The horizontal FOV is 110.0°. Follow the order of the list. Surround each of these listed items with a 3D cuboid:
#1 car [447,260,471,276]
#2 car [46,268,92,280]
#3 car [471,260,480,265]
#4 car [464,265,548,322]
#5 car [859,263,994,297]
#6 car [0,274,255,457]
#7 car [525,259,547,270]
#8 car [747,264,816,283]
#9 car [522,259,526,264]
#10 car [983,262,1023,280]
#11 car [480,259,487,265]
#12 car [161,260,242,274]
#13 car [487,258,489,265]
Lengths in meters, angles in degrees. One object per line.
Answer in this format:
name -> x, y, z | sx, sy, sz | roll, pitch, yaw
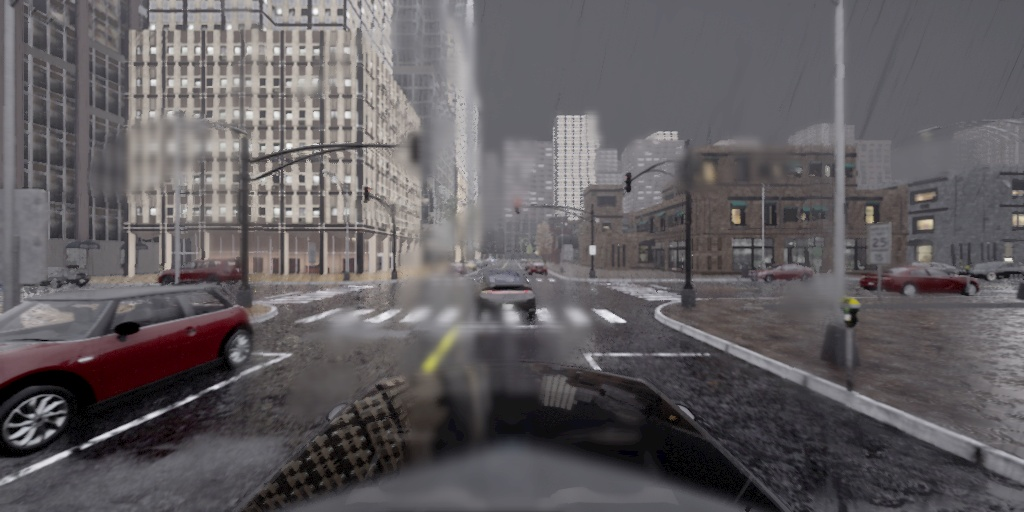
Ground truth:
car -> -5.683, 1.322, 37.314 | 1.802, 1.307, 4.207 | 0, 0, 0
car -> -31.526, 1.496, 24.499 | 4.403, 1.370, 2.007 | 0, 0, -1
car -> -5.681, 1.267, 48.226 | 1.751, 1.417, 4.829 | 0, 0, 0
car -> -0.434, 1.236, 12.402 | 2.128, 1.511, 4.902 | 0, 0, -9
car -> 19.078, 1.145, 16.870 | 4.507, 1.381, 1.888 | 0, 0, -1
car -> -5.690, 1.188, 4.847 | 1.967, 1.591, 4.097 | 0, 0, 0
car -> 2.698, 1.286, 37.312 | 1.888, 1.381, 4.507 | 0, 0, 0
car -> 18.953, 1.190, 25.250 | 4.207, 1.307, 1.802 | 0, 0, -1
car -> 2.700, 1.324, 48.395 | 1.802, 1.307, 4.207 | 0, 0, 0
car -> 34.340, 1.070, 25.479 | 4.313, 1.339, 1.948 | 0, 0, -1
car -> -5.678, 1.294, 59.477 | 2.007, 1.370, 4.403 | 0, 0, 0
car -> -21.117, 1.191, 24.654 | 5.009, 1.841, 2.192 | 0, 0, -1
car -> -5.678, 1.311, 65.018 | 1.948, 1.339, 4.313 | 0, 0, 0
